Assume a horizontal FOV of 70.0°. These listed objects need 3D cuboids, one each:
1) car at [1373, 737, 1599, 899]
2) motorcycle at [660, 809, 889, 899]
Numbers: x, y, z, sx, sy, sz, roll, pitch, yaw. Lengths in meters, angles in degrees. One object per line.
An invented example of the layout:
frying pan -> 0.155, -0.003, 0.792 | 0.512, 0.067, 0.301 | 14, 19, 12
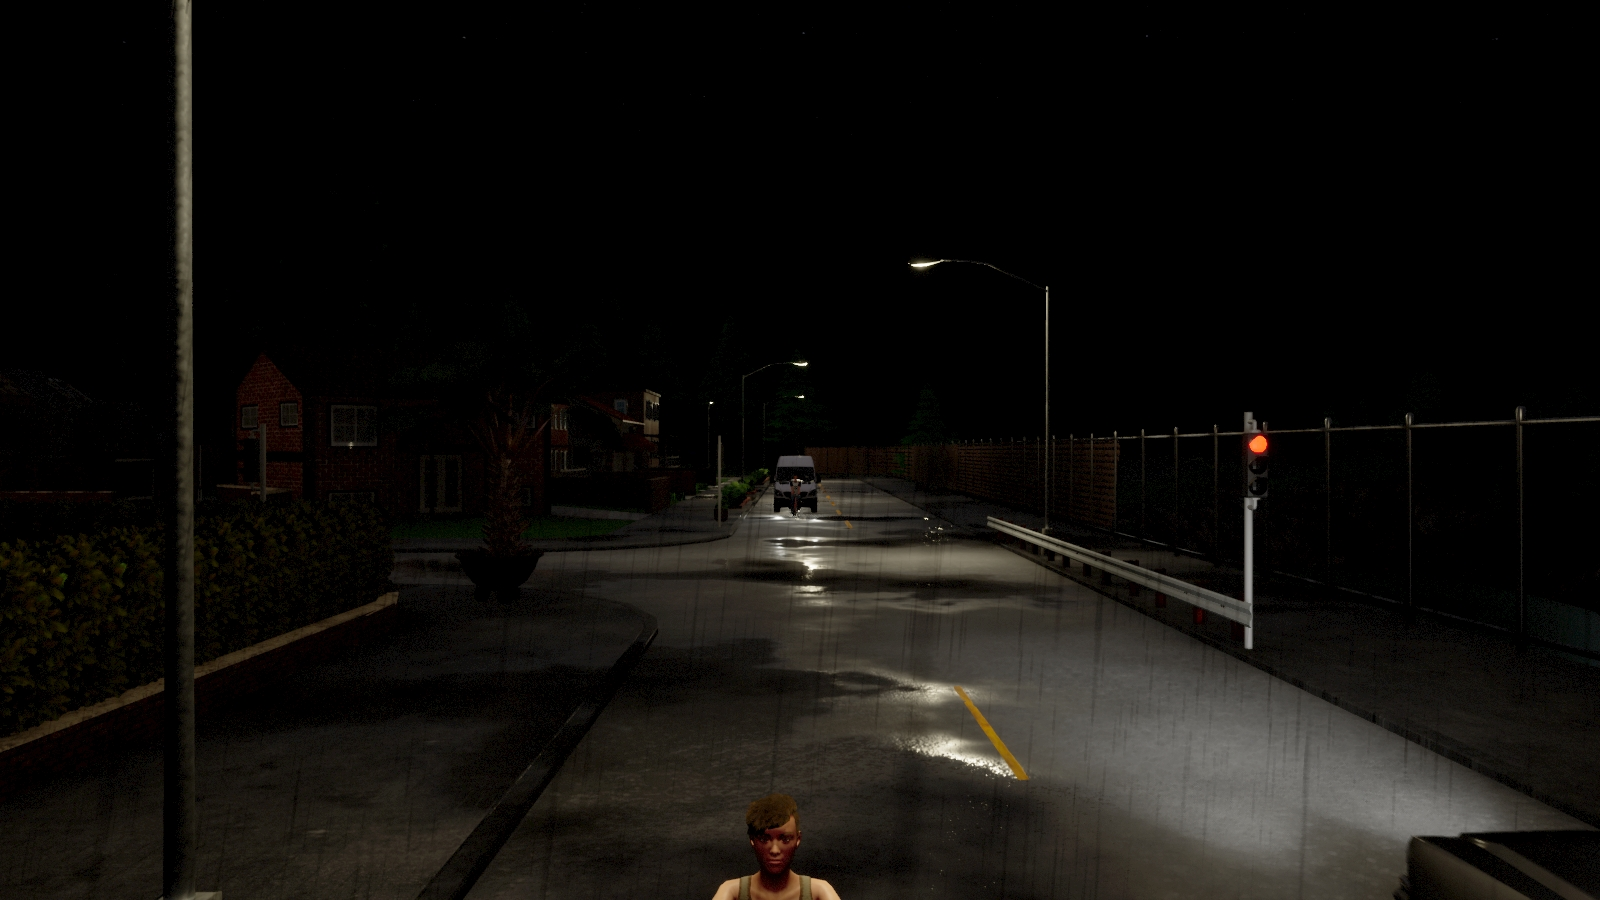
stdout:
car -> 3.966, 2.157, 3.642 | 1.895, 1.301, 4.718 | 0, 0, 0
motorcycle -> -0.084, 2.157, 3.590 | 0.764, 1.307, 2.356 | 0, 0, -1
